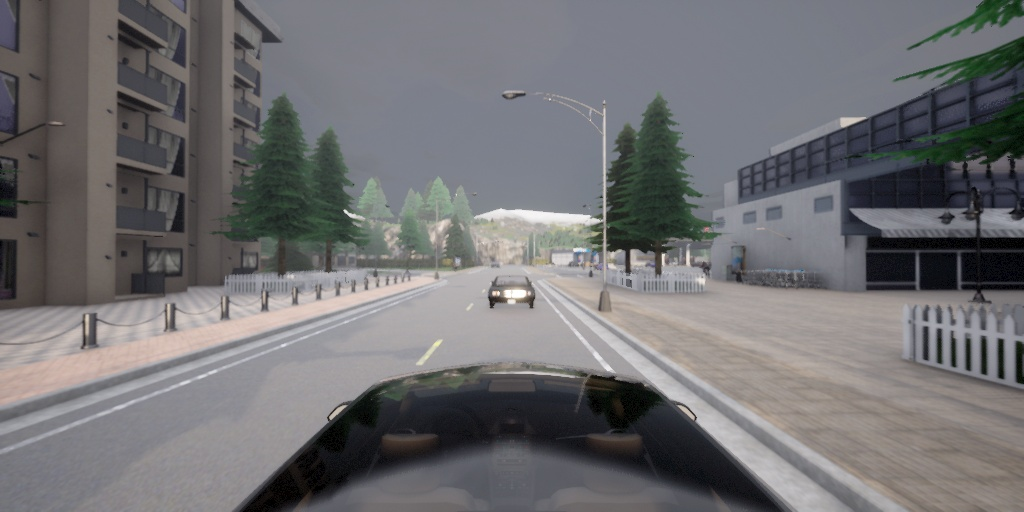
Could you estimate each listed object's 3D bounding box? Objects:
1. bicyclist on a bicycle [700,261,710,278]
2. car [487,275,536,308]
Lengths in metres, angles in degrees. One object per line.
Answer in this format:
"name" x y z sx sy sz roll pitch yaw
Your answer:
"bicyclist on a bicycle" 18.837 1.348 35.029 0.582 1.620 1.656 0 -1 1
"car" -0.013 1.484 15.942 1.895 1.301 4.718 0 0 0
